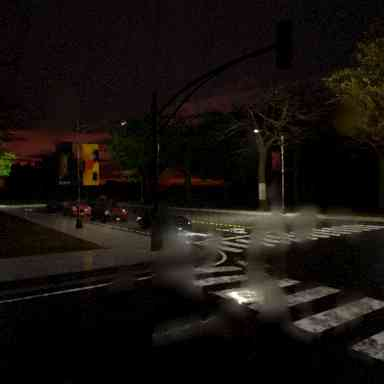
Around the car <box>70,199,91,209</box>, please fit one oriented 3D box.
[{"bbox_3d":[-19.666,2.081,58.679,2.033,1.411,5.357,-1,0,-35],"label":"car"}]

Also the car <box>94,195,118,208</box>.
[{"bbox_3d":[-15.047,1.655,57.910,2.150,2.045,5.566,-1,0,-35],"label":"car"}]

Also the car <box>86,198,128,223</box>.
[{"bbox_3d":[-7.505,1.718,29.789,2.097,1.767,4.553,-1,0,-35],"label":"car"}]

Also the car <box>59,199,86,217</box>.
[{"bbox_3d":[-13.112,1.813,37.810,2.097,1.767,4.553,-1,0,-35],"label":"car"}]

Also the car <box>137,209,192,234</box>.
[{"bbox_3d":[-2.010,1.820,22.034,2.033,1.411,5.357,-1,0,-29],"label":"car"}]

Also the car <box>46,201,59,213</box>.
[{"bbox_3d":[-18.865,2.037,46.116,1.882,1.535,5.008,-1,0,-35],"label":"car"}]

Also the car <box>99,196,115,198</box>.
[{"bbox_3d":[-13.807,1.784,50.366,2.097,1.767,4.553,-1,0,-35],"label":"car"}]

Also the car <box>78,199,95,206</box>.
[{"bbox_3d":[-21.161,2.102,66.657,1.994,1.385,4.181,-1,0,-35],"label":"car"}]
